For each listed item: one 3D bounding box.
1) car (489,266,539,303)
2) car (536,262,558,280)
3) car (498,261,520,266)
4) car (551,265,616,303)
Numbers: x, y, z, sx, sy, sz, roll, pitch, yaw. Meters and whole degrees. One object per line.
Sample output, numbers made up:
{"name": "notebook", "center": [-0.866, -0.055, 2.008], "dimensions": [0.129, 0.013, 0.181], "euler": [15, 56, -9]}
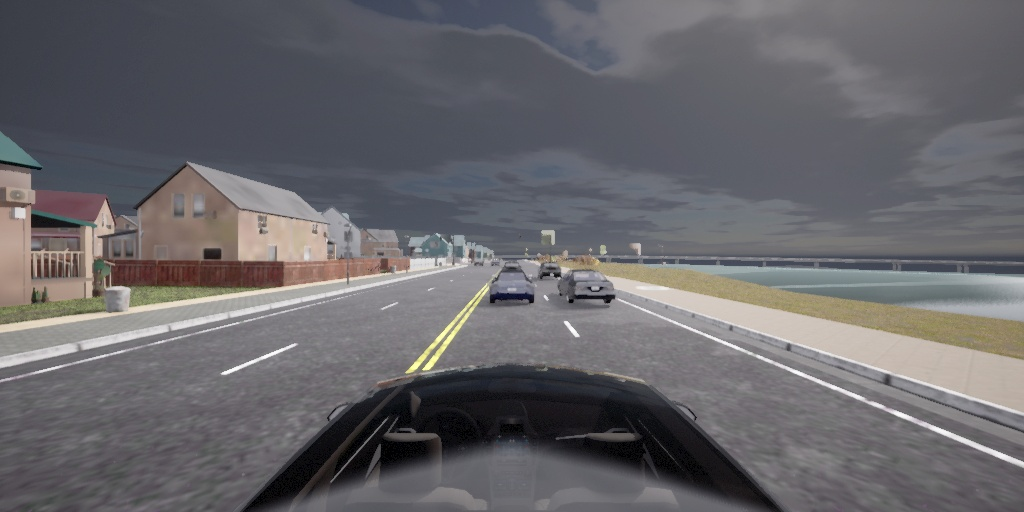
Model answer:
{"name": "car", "center": [0.000, 1.322, 16.500], "dimensions": [1.994, 1.385, 4.181], "euler": [0, 0, 0]}
{"name": "car", "center": [3.250, 1.273, 31.501], "dimensions": [1.837, 1.490, 4.892], "euler": [0, 0, 0]}
{"name": "car", "center": [0.000, 1.273, 31.501], "dimensions": [1.837, 1.490, 4.892], "euler": [0, 0, 0]}
{"name": "car", "center": [3.250, 1.313, 16.500], "dimensions": [2.033, 1.411, 5.357], "euler": [0, 0, 0]}
